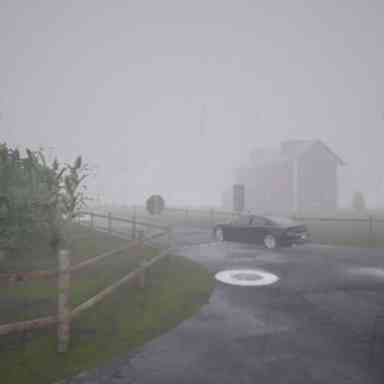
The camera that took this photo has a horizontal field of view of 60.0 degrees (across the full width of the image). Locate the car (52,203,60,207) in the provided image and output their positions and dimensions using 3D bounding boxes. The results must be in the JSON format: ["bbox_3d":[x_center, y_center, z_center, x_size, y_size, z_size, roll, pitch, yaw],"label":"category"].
[{"bbox_3d":[-20.481,2.185,49.849,1.812,1.442,4.674,0,-1,-31],"label":"car"}]

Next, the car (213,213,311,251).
[{"bbox_3d":[3.091,1.741,15.707,1.882,1.535,5.008,-3,1,-39],"label":"car"}]
